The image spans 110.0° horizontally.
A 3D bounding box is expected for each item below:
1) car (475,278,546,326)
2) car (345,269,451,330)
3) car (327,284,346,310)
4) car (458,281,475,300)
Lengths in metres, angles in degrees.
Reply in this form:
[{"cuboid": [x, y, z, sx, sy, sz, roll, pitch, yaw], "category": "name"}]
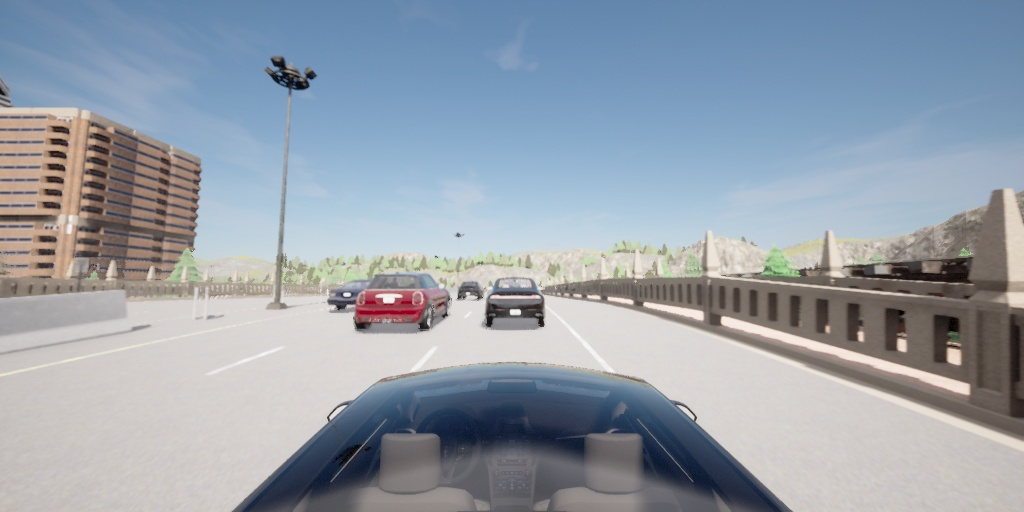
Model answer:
[{"cuboid": [0.100, 1.502, 12.636, 2.128, 1.511, 4.902, 0, -3, 0], "category": "car"}, {"cuboid": [-3.401, 1.334, 12.020, 2.097, 1.767, 4.553, 0, -2, 0], "category": "car"}, {"cuboid": [-6.901, 1.835, 17.508, 2.033, 1.411, 5.357, 0, -4, 0], "category": "car"}, {"cuboid": [-3.402, 2.898, 30.180, 1.837, 1.490, 4.892, 0, -5, 0], "category": "car"}]
